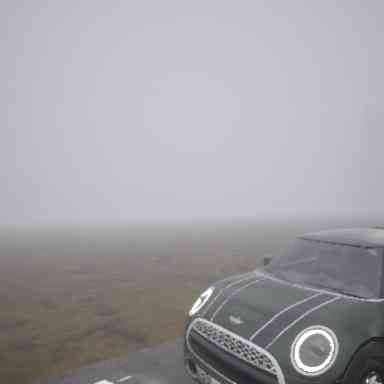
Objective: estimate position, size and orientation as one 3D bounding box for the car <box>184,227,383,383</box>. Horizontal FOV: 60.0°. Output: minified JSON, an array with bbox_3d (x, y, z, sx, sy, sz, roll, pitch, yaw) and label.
[{"bbox_3d":[2.112,1.351,4.576,4.553,1.767,2.097,0,0,-35],"label":"car"}]
